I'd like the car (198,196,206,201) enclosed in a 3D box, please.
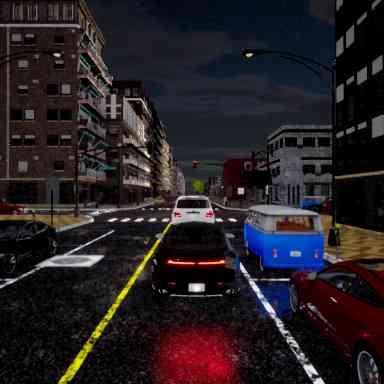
[{"bbox_3d":[2.523,1.643,88.351,2.008,1.369,4.403,0,0,0],"label":"car"}]

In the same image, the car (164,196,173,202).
[{"bbox_3d":[-5.848,1.632,82.795,2.008,1.369,4.403,0,0,0],"label":"car"}]

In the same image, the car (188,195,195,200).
[{"bbox_3d":[-0.176,1.584,91.949,1.895,1.301,4.718,0,0,0],"label":"car"}]

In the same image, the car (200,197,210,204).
[{"bbox_3d":[2.565,1.634,66.194,1.802,1.307,4.206,0,0,0],"label":"car"}]

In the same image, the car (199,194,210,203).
[{"bbox_3d":[2.556,1.376,71.734,2.192,1.841,5.009,0,0,0],"label":"car"}]

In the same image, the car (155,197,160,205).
[{"bbox_3d":[-5.804,1.569,60.468,1.752,1.417,4.829,0,0,0],"label":"car"}]

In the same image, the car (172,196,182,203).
[{"bbox_3d":[-3.134,1.581,69.281,1.812,1.442,4.674,0,0,0],"label":"car"}]

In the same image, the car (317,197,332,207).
[{"bbox_3d":[14.862,1.359,31.244,5.009,1.841,2.192,0,0,0],"label":"car"}]

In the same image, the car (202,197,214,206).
[{"bbox_3d":[2.587,1.562,55.286,1.752,1.417,4.829,0,0,0],"label":"car"}]

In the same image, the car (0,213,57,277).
[{"bbox_3d":[-5.707,1.567,10.338,1.947,1.339,4.313,0,0,0],"label":"car"}]

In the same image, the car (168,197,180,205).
[{"bbox_3d":[-3.188,1.644,59.668,1.895,1.301,4.718,0,0,0],"label":"car"}]

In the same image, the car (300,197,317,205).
[{"bbox_3d":[15.075,1.620,36.997,5.357,1.411,2.033,0,0,2],"label":"car"}]

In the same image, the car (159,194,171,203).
[{"bbox_3d":[-5.825,1.376,71.717,2.192,1.841,5.009,0,0,0],"label":"car"}]

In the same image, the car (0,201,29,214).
[{"bbox_3d":[-17.526,1.535,31.101,4.206,1.307,1.802,0,0,0],"label":"car"}]

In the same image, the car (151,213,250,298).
[{"bbox_3d":[0.081,1.506,8.511,1.837,1.490,4.892,0,0,0],"label":"car"}]

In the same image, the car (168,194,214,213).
[{"bbox_3d":[0.054,1.225,18.512,2.150,2.045,5.566,0,0,0],"label":"car"}]

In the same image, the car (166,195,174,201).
[{"bbox_3d":[-5.858,1.617,88.164,1.752,1.417,4.829,0,0,0],"label":"car"}]

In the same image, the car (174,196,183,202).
[{"bbox_3d":[-3.152,1.625,79.032,1.994,1.385,4.181,0,0,0],"label":"car"}]

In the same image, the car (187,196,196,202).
[{"bbox_3d":[-0.157,1.618,81.499,2.033,1.411,5.357,0,0,0],"label":"car"}]

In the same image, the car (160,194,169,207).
[{"bbox_3d":[-3.196,1.383,50.185,2.097,1.767,4.553,0,0,0],"label":"car"}]

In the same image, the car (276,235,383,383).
[{"bbox_3d":[2.651,1.582,4.640,1.802,1.307,4.206,0,0,0],"label":"car"}]

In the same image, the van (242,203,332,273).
[{"bbox_3d":[2.641,1.343,10.329,1.690,1.788,3.998,0,0,0],"label":"van"}]
